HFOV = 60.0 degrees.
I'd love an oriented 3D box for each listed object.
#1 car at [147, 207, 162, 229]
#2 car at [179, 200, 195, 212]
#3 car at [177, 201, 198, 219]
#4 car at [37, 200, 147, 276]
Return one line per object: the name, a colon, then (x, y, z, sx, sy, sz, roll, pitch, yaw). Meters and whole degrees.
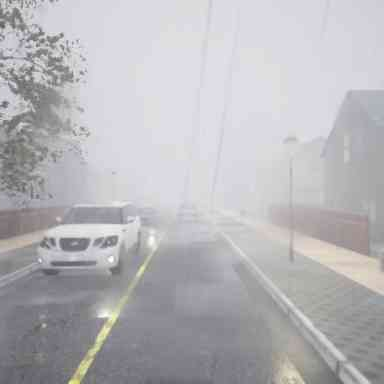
car: (-3.180, 1.766, 23.411, 1.994, 1.385, 4.181, 0, 0, -1)
car: (-0.654, 1.916, 46.253, 2.033, 1.411, 5.357, 0, 0, 0)
car: (-0.424, 1.858, 32.353, 1.895, 1.301, 4.718, 0, 0, -1)
car: (-3.025, 1.327, 11.098, 2.150, 2.045, 5.566, 0, 0, -1)
